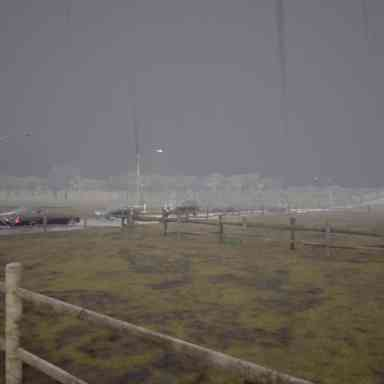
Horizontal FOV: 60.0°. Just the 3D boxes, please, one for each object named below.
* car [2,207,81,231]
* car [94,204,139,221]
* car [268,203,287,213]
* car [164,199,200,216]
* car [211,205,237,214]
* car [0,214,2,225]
[{"bbox_3d":[-10.236,1.906,23.295,1.895,1.301,4.718,1,-1,35],"label":"car"},{"bbox_3d":[-7.290,1.953,32.586,2.128,1.511,4.902,1,-1,35],"label":"car"},{"bbox_3d":[15.343,2.774,59.587,2.097,1.767,4.553,1,-1,37],"label":"car"},{"bbox_3d":[-1.220,1.933,41.175,2.150,2.045,5.566,1,-1,36],"label":"car"},{"bbox_3d":[4.762,2.579,49.604,1.895,1.301,4.718,1,-1,36],"label":"car"},{"bbox_3d":[-12.560,1.827,25.124,1.994,1.385,4.181,1,-1,36],"label":"car"}]
